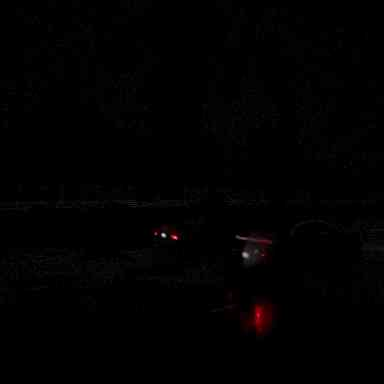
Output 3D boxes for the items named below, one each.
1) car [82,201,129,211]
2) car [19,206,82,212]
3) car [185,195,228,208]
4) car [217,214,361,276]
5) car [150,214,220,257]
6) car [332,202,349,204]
[{"bbox_3d":[-7.784,1.533,28.536,4.902,1.511,2.128,1,0,-36],"label":"car"},{"bbox_3d":[-9.053,1.535,19.032,4.674,1.442,1.812,0,0,-36],"label":"car"},{"bbox_3d":[1.824,1.385,39.685,5.566,2.045,2.150,1,-1,-35],"label":"car"},{"bbox_3d":[3.448,1.525,10.508,4.902,1.511,2.128,0,0,-36],"label":"car"},{"bbox_3d":[1.057,1.579,13.094,5.357,1.411,2.033,0,0,-35],"label":"car"},{"bbox_3d":[19.172,1.913,43.402,4.718,1.301,1.895,1,0,-35],"label":"car"}]
